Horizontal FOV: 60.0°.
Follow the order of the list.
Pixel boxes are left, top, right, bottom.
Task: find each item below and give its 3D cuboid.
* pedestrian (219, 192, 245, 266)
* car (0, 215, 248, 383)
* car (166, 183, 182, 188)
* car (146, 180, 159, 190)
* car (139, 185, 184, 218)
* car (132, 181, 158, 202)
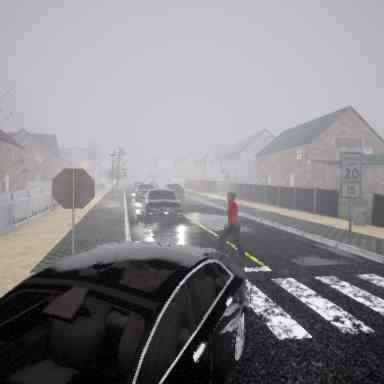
[{"bbox_3d":[1.000,0.884,8.325,0.375,1.860,0.375,3,-1,-12],"label":"pedestrian"},{"bbox_3d":[-0.740,1.405,2.973,1.837,1.490,4.892,4,6,21],"label":"car"},{"bbox_3d":[-2.025,-0.154,34.154,1.882,1.535,5.008,0,3,-12],"label":"car"},{"bbox_3d":[-6.775,-1.220,57.081,1.812,1.442,4.674,0,3,-12],"label":"car"},{"bbox_3d":[-1.692,0.611,18.005,1.837,1.490,4.892,0,3,-12],"label":"car"},{"bbox_3d":[-4.193,0.022,30.115,1.837,1.490,4.892,0,3,-11],"label":"car"}]
